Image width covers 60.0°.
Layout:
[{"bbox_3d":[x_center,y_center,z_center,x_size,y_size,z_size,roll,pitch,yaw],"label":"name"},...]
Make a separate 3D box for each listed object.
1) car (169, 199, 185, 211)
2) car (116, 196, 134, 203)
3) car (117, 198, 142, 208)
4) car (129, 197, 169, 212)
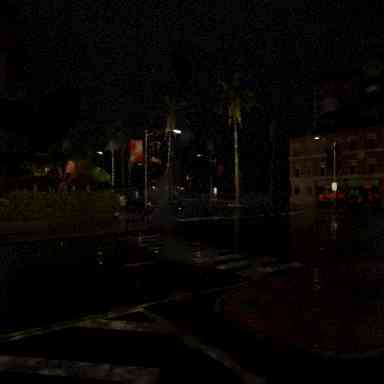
[{"bbox_3d":[-2.968,1.547,41.102,2.033,1.411,5.357,0,0,-35],"label":"car"},{"bbox_3d":[-13.895,1.522,68.658,1.812,1.442,4.674,0,0,-39],"label":"car"},{"bbox_3d":[-9.545,1.601,50.436,1.895,1.301,4.718,0,0,-35],"label":"car"},{"bbox_3d":[-5.005,1.352,37.913,2.097,1.767,4.553,0,0,-35],"label":"car"}]
